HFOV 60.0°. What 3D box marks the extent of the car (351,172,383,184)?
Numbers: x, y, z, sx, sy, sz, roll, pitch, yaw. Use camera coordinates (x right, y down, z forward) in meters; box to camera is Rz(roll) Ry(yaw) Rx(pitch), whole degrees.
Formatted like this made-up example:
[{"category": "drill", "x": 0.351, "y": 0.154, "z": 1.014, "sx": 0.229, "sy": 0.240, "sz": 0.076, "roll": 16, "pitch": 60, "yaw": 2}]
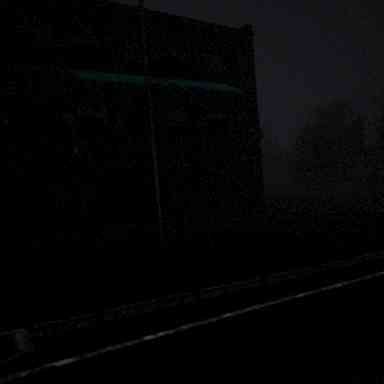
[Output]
[{"category": "car", "x": 24.465, "y": -1.936, "z": 45.639, "sx": 4.892, "sy": 1.490, "sz": 1.837, "roll": -3, "pitch": 6, "yaw": 34}]
